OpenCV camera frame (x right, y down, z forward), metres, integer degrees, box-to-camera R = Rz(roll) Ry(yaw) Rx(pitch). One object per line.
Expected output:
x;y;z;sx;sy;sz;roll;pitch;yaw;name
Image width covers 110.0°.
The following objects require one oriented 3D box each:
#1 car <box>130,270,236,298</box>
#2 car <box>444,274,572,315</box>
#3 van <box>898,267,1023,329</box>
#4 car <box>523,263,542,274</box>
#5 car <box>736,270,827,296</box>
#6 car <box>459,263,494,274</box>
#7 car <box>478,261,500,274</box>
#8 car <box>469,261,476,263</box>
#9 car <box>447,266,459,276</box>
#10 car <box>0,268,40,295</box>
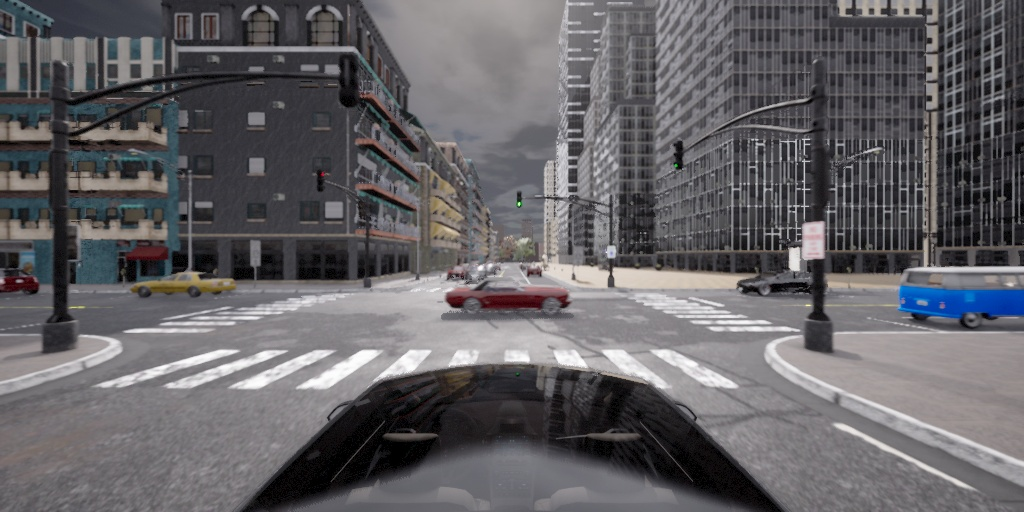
-17.879;1.463;19.568;4.829;1.417;1.751;0;0;0;car
-0.104;1.516;13.899;4.718;1.301;1.895;0;0;0;car
14.690;1.233;11.232;3.998;1.789;1.690;0;0;0;van
2.666;1.794;43.350;1.888;1.381;4.507;0;0;0;car
14.679;1.434;19.613;4.313;1.339;1.948;0;0;0;car
-3.091;1.606;32.193;2.128;1.511;4.902;0;-1;0;car
-3.078;1.798;48.057;2.128;1.511;4.902;0;-1;0;car
-5.681;1.688;43.295;1.967;1.591;4.097;0;0;0;car
-5.683;1.725;37.646;1.888;1.381;4.507;0;0;0;car
-28.777;1.405;19.553;4.097;1.591;1.967;0;0;0;car
